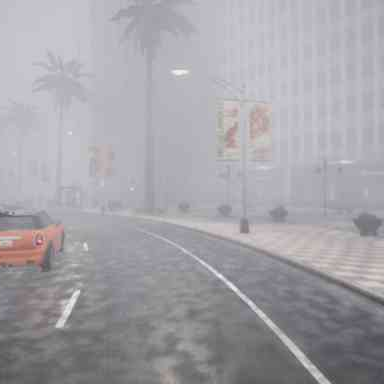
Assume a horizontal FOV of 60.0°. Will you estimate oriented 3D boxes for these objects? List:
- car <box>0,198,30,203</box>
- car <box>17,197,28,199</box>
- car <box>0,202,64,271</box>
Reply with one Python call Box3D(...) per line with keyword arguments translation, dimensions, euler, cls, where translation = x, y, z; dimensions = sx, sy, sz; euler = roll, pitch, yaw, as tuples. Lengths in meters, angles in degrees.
Box3D(translation=(-15.024, 1.529, 27.340), dimensions=(1.837, 1.490, 4.892), euler=(0, 0, -39), cls="car")
Box3D(translation=(-25.355, 1.511, 49.108), dimensions=(2.231, 1.521, 4.892), euler=(-1, 0, -41), cls="car")
Box3D(translation=(-5.429, 1.357, 10.764), dimensions=(2.097, 1.767, 4.553), euler=(-1, 0, -15), cls="car")
